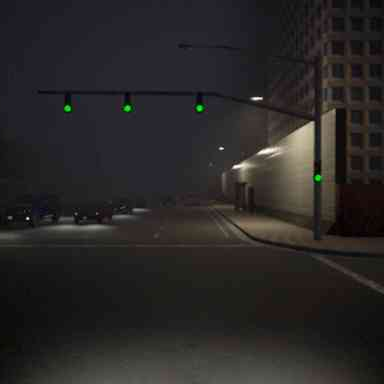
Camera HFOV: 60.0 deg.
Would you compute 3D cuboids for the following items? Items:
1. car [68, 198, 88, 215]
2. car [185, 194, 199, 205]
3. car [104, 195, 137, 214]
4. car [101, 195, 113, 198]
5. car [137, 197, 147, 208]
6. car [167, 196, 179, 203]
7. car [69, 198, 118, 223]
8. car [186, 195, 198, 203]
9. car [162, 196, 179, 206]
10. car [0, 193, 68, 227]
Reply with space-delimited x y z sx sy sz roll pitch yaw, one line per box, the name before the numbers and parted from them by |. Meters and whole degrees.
car | -10.588 1.345 31.907 1.882 1.535 5.008 0 0 0
car | 0.002 1.145 51.917 2.097 1.767 4.553 0 0 0
car | -7.084 1.365 33.270 1.837 1.490 4.892 0 0 0
car | -10.553 1.187 41.687 2.097 1.767 4.553 0 0 1
car | -7.047 1.391 43.316 1.994 1.385 4.181 0 0 0
car | -3.505 1.363 61.910 1.895 1.301 4.718 0 0 0
car | -7.088 1.416 24.376 1.812 1.442 4.674 0 0 0
car | -0.005 1.308 61.900 2.033 1.411 5.357 0 0 0
car | -3.394 1.329 49.727 1.812 1.442 4.674 0 0 0
car | -10.593 1.121 22.135 2.150 2.045 5.566 0 0 0
